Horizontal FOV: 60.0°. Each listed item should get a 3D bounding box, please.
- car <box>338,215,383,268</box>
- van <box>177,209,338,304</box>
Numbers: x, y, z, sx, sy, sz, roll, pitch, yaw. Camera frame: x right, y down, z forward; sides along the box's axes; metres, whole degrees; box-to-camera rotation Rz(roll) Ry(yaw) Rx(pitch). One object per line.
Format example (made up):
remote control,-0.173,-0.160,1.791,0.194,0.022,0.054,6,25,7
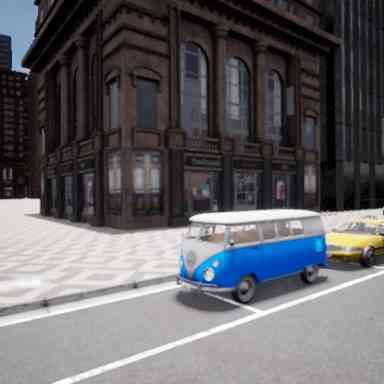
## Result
car,5.863,1.490,11.226,4.829,1.417,1.752,-1,0,-37
van,1.548,1.349,7.926,3.998,1.788,1.690,-1,0,-37
